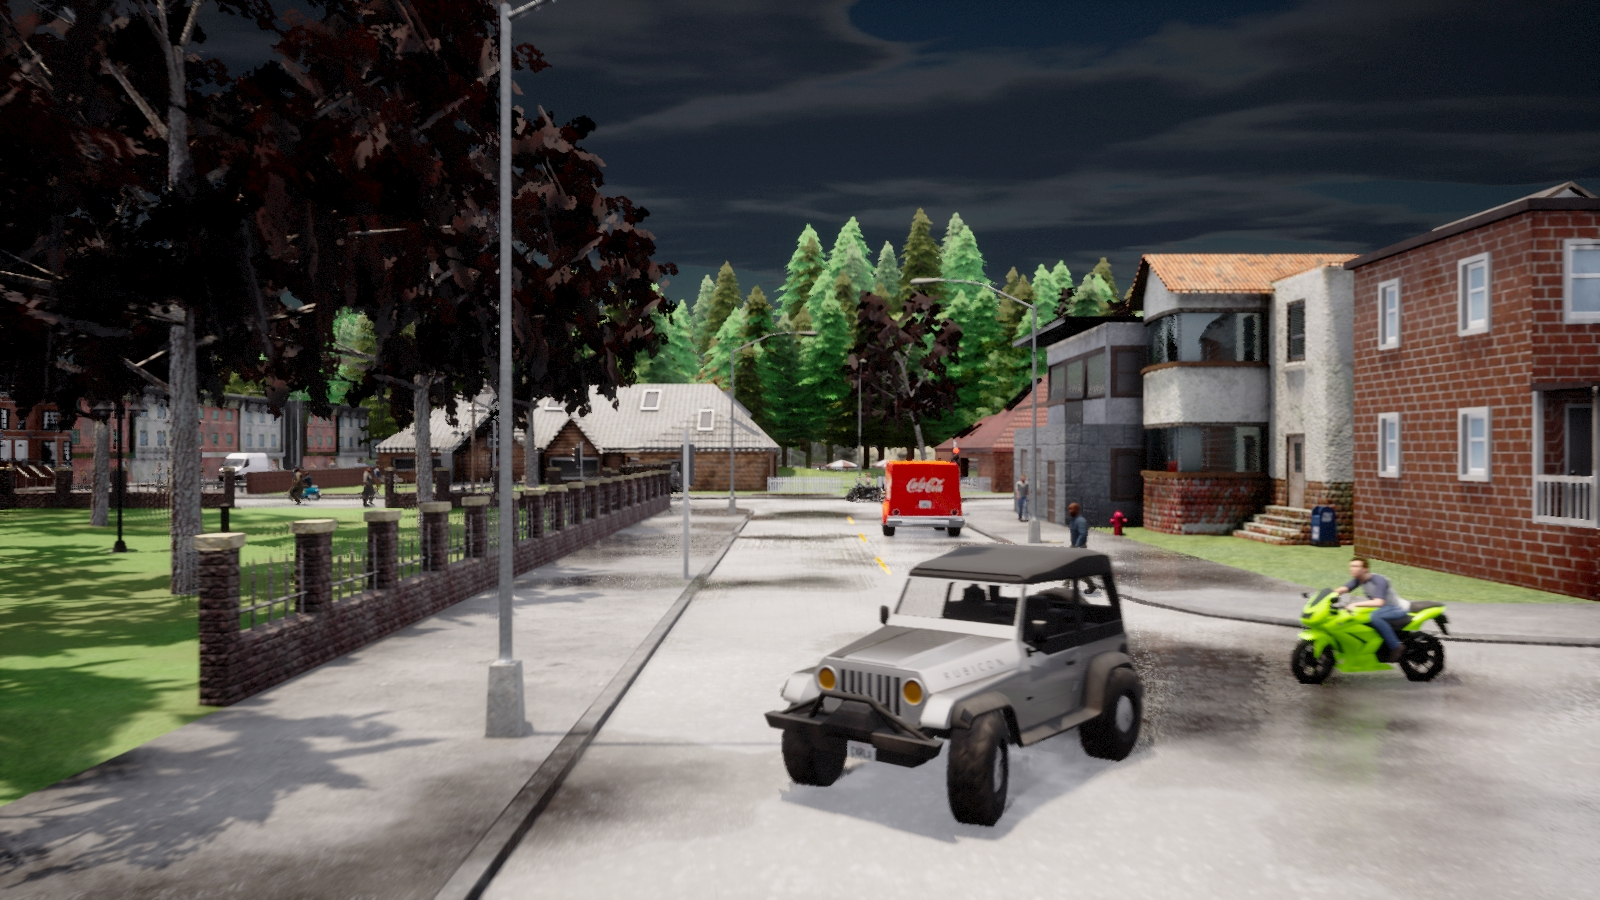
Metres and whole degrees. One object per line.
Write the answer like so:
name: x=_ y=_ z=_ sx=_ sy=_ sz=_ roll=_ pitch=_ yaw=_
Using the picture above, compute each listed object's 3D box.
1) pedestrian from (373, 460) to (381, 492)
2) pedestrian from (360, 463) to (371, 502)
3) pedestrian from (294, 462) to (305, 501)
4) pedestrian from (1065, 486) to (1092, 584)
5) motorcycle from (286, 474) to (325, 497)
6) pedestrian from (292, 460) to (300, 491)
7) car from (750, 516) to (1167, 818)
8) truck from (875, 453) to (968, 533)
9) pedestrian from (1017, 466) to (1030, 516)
pedestrian: x=-24.940 y=1.532 z=67.312 sx=0.375 sy=1.860 sz=0.375 roll=0 pitch=0 yaw=-10
pedestrian: x=-20.581 y=1.532 z=54.119 sx=0.375 sy=1.860 sz=0.375 roll=0 pitch=0 yaw=-3
pedestrian: x=-24.241 y=1.530 z=55.366 sx=0.375 sy=1.860 sz=0.375 roll=0 pitch=0 yaw=0
pedestrian: x=5.381 y=1.632 z=22.066 sx=0.375 sy=1.860 sz=0.375 roll=0 pitch=0 yaw=-16
motorcycle: x=-27.453 y=1.970 z=63.440 sx=1.805 sy=1.236 sz=0.856 roll=0 pitch=0 yaw=0
pedestrian: x=-30.376 y=1.526 z=68.875 sx=0.375 sy=1.860 sz=0.375 roll=0 pitch=0 yaw=-9
car: x=1.563 y=1.639 z=10.093 sx=1.905 sy=1.878 sz=3.866 roll=0 pitch=0 yaw=39
truck: x=3.973 y=1.360 z=38.446 sx=2.627 sy=2.467 sz=5.204 roll=0 pitch=0 yaw=1
pedestrian: x=8.380 y=1.523 z=42.796 sx=0.375 sy=1.860 sz=0.375 roll=0 pitch=0 yaw=-9
